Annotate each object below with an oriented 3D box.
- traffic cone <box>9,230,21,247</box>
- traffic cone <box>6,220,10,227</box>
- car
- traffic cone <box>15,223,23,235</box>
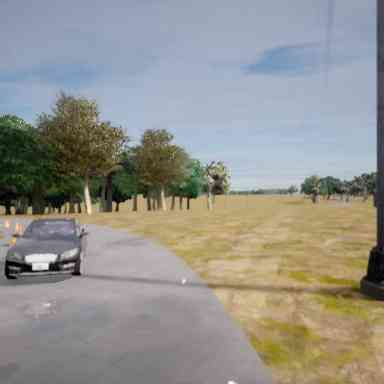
[{"bbox_3d":[-7.931,2.134,14.800,0.340,0.580,0.340,0,-1,-21],"label":"traffic cone"},{"bbox_3d":[-14.982,2.544,27.006,0.340,0.580,0.340,1,-2,-39],"label":"traffic cone"},{"bbox_3d":[-4.305,1.576,10.420,2.128,1.511,4.902,0,-1,-15],"label":"car"},{"bbox_3d":[-9.852,2.260,19.108,0.340,0.580,0.340,0,-2,-27],"label":"traffic cone"}]
